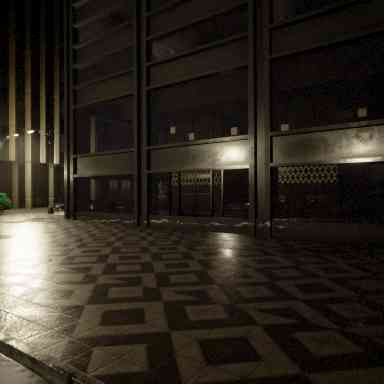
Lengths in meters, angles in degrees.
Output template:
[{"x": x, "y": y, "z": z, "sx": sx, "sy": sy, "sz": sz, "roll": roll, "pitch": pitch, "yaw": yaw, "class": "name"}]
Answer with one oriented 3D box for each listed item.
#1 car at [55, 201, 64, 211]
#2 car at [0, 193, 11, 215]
[{"x": -13.404, "y": 1.326, "z": 38.607, "sx": 1.882, "sy": 1.535, "sz": 5.008, "roll": 0, "pitch": 0, "yaw": 35, "class": "car"}, {"x": -19.425, "y": 1.113, "z": 30.076, "sx": 2.150, "sy": 2.045, "sz": 5.566, "roll": 0, "pitch": 0, "yaw": 37, "class": "car"}]
